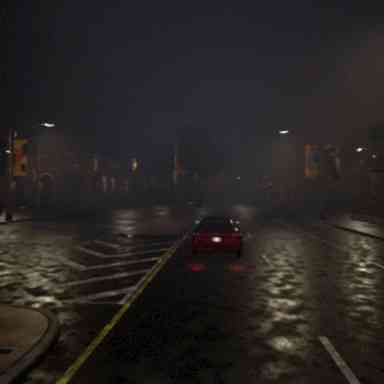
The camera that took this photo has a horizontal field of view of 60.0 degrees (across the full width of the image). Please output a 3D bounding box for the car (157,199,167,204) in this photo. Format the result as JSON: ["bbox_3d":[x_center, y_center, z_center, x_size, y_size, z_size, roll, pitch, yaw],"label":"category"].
[{"bbox_3d":[-7.683,2.349,84.347,1.895,1.301,4.718,0,-1,5],"label":"car"}]

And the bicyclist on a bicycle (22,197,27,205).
[{"bbox_3d":[-32.098,1.761,63.681,0.582,1.620,1.656,0,0,5],"label":"bicyclist on a bicycle"}]

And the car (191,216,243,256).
[{"bbox_3d":[1.063,1.700,13.954,1.994,1.385,4.181,0,0,5],"label":"car"}]
